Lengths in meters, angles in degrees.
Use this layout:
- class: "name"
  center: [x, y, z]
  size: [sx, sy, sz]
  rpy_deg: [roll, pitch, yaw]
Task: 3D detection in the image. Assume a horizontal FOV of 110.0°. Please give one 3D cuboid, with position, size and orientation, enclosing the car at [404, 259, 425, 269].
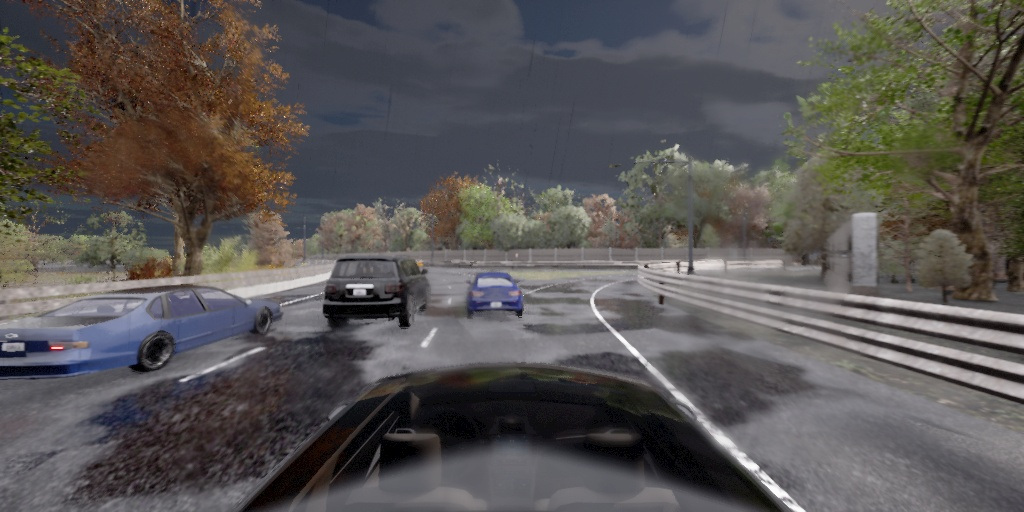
- class: "car"
  center: [-16.238, 1.361, 59.409]
  size: [1.882, 1.535, 5.008]
  rpy_deg: [0, 0, -34]

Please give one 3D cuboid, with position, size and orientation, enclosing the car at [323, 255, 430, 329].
- class: "car"
  center: [-4.035, 0.999, 11.576]
  size: [2.150, 2.045, 5.566]
  rpy_deg: [0, 0, -5]

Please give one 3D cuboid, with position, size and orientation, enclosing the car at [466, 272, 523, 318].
- class: "car"
  center: [-0.688, 1.292, 12.995]
  size: [1.812, 1.442, 4.674]
  rpy_deg: [0, 0, -6]

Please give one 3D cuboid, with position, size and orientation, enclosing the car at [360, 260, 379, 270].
- class: "car"
  center: [-22.229, 1.407, 55.790]
  size: [1.837, 1.490, 4.892]
  rpy_deg: [0, 0, -34]

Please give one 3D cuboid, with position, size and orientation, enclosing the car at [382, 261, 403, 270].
- class: "car"
  center: [-19.250, 1.494, 57.624]
  size: [1.895, 1.301, 4.718]
  rpy_deg: [0, 0, -34]

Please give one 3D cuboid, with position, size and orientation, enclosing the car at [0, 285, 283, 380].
- class: "car"
  center: [-7.202, 1.332, 7.573]
  size: [2.033, 1.411, 5.357]
  rpy_deg: [0, 0, -4]
